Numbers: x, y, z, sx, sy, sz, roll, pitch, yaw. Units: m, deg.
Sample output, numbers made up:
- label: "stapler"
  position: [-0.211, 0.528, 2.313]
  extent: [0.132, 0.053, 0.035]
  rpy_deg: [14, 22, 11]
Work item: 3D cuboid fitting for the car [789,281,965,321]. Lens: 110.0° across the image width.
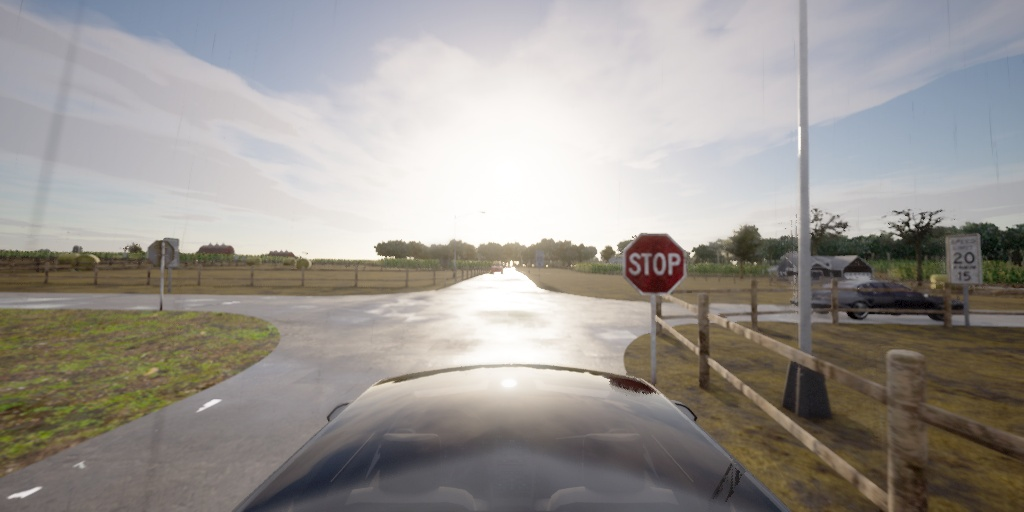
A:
- label: "car"
  position: [13.937, 1.667, 13.869]
  extent: [5.357, 1.411, 2.033]
  rpy_deg: [1, -2, 0]
